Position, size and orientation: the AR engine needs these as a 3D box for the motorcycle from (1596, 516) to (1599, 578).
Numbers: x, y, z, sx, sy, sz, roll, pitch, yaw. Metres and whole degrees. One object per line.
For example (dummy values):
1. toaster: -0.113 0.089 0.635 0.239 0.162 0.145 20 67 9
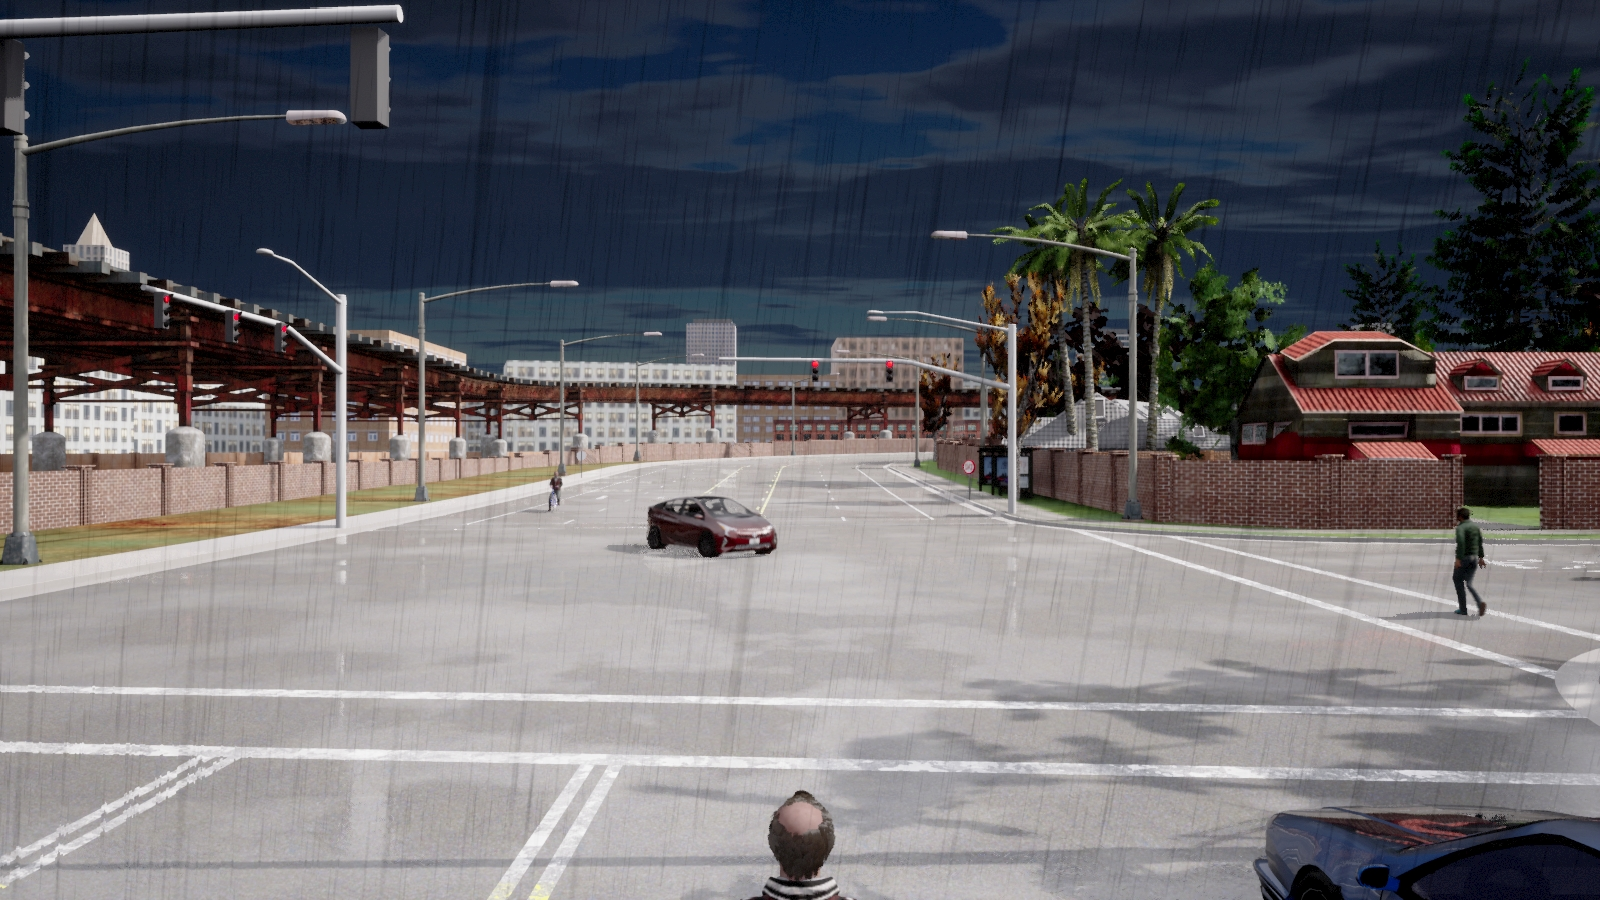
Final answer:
1. motorcycle: 18.429 2.129 24.726 1.805 1.341 0.856 0 0 1

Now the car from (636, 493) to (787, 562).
1. car: -2.490 2.022 30.978 2.007 1.525 4.514 0 0 -36

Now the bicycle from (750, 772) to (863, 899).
1. bicycle: 0.019 2.048 3.681 0.329 1.496 1.835 0 0 0

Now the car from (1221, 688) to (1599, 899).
1. car: 3.467 2.106 4.038 2.033 1.411 5.357 0 0 1

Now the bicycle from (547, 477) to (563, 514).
1. bicycle: -10.519 1.934 49.111 0.329 1.496 1.835 0 0 0

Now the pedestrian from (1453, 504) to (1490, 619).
1. pedestrian: 11.202 1.848 19.055 0.375 1.860 0.375 0 0 -16
